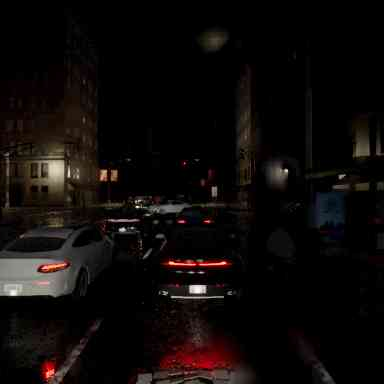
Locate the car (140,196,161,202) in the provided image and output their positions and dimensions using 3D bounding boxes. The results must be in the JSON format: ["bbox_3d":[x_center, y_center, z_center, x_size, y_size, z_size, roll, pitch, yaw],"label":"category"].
[{"bbox_3d":[-6.535,1.526,52.922,1.837,1.490,4.892,0,0,0],"label":"car"}]

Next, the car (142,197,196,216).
[{"bbox_3d":[-2.208,1.526,33.111,4.674,1.442,1.812,0,-1,-41],"label":"car"}]

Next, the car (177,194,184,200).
[{"bbox_3d":[-3.153,1.321,93.211,1.882,1.535,5.008,0,0,0],"label":"car"}]

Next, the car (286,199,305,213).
[{"bbox_3d":[13.302,1.443,36.899,4.553,1.767,2.097,0,-1,0],"label":"car"}]

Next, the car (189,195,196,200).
[{"bbox_3d":[0.098,1.606,93.652,1.895,1.301,4.718,0,0,0],"label":"car"}]

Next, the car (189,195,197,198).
[{"bbox_3d":[0.082,1.546,76.353,2.128,1.511,4.902,0,0,0],"label":"car"}]

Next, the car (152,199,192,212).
[{"bbox_3d":[-2.361,1.612,40.112,4.674,1.442,1.812,0,-1,0],"label":"car"}]

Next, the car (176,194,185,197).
[{"bbox_3d":[-3.164,1.537,82.792,2.128,1.511,4.902,0,0,0],"label":"car"}]

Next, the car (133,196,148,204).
[{"bbox_3d":[-9.732,1.513,63.508,2.128,1.511,4.902,0,0,1],"label":"car"}]

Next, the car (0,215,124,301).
[{"bbox_3d":[-3.148,1.529,8.180,1.812,1.442,4.674,0,0,0],"label":"car"}]

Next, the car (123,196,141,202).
[{"bbox_3d":[-9.780,1.526,53.379,1.837,1.490,4.892,0,0,0],"label":"car"}]

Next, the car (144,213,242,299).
[{"bbox_3d":[0.101,1.508,8.431,1.837,1.490,4.892,0,0,0],"label":"car"}]

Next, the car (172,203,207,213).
[{"bbox_3d":[0.100,1.533,17.548,1.812,1.442,4.674,0,0,0],"label":"car"}]

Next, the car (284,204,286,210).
[{"bbox_3d":[13.643,1.611,40.151,5.008,1.535,1.882,0,-1,0],"label":"car"}]

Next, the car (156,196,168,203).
[{"bbox_3d":[-6.425,1.562,72.410,2.033,1.411,5.357,0,0,0],"label":"car"}]

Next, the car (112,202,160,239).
[{"bbox_3d":[-3.134,1.499,17.446,2.128,1.511,4.902,0,0,0],"label":"car"}]

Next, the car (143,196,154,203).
[{"bbox_3d":[-9.674,1.546,73.722,1.812,1.442,4.674,0,0,0],"label":"car"}]
